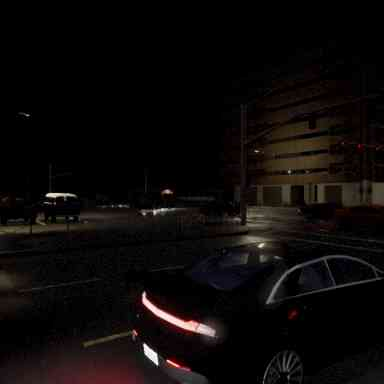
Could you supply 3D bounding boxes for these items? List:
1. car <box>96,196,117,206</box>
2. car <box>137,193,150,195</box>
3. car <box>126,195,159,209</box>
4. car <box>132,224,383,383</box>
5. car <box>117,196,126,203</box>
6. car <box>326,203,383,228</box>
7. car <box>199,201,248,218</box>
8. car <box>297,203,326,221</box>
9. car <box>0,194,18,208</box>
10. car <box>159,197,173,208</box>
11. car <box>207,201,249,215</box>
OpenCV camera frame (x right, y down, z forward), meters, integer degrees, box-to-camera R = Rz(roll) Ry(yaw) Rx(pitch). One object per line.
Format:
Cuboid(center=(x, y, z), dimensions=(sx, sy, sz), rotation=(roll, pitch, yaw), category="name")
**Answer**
Cuboid(center=(-15.200, 1.580, 57.613), dimensions=(1.812, 1.442, 4.674), rotation=(0, 0, -34), category="car")
Cuboid(center=(-10.459, 1.276, 69.482), dimensions=(2.150, 2.045, 5.566), rotation=(0, 0, -34), category="car")
Cuboid(center=(-6.779, 1.533, 45.139), dimensions=(1.882, 1.535, 5.008), rotation=(0, 0, -34), category="car")
Cuboid(center=(1.573, 1.491, 4.865), dimensions=(4.902, 1.511, 2.128), rotation=(0, 0, -34), category="car")
Cuboid(center=(-13.357, 1.413, 61.158), dimensions=(1.994, 1.385, 4.181), rotation=(0, 0, -34), category="car")
Cuboid(center=(10.783, 1.503, 19.409), dimensions=(1.882, 1.535, 5.008), rotation=(0, 0, -34), category="car")
Cuboid(center=(2.769, 1.602, 31.153), dimensions=(2.033, 1.411, 5.357), rotation=(0, 0, -34), category="car")
Cuboid(center=(10.946, 1.587, 25.957), dimensions=(2.033, 1.411, 5.357), rotation=(0, 0, -40), category="car")
Cuboid(center=(-31.448, 1.209, 56.535), dimensions=(1.932, 1.855, 4.605), rotation=(0, 0, -34), category="car")
Cuboid(center=(-4.542, 1.561, 48.082), dimensions=(1.837, 1.490, 4.892), rotation=(0, 0, -34), category="car")
Cuboid(center=(3.823, 1.656, 35.809), dimensions=(1.895, 1.301, 4.718), rotation=(0, 0, -34), category="car")
